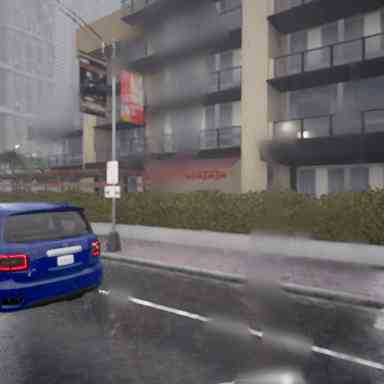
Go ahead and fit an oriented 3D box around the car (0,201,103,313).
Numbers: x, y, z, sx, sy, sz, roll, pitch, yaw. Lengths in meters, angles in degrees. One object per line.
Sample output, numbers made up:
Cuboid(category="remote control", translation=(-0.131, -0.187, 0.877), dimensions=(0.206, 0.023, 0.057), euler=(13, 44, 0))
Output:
Cuboid(category="car", translation=(-4.302, 1.205, 7.072), dimensions=(5.566, 2.045, 2.150), euler=(0, 0, 35))
